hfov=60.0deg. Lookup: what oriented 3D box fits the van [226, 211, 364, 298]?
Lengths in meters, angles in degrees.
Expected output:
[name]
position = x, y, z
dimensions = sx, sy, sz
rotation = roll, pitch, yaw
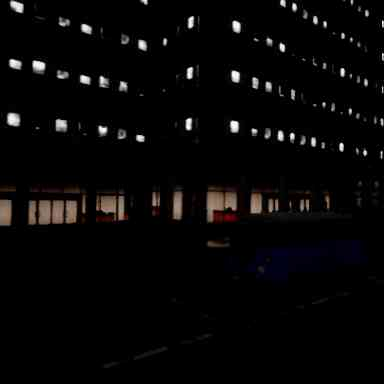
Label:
[van]
position = 2.723, 1.411, 8.479
dimensions = 3.998, 1.788, 1.690
rotation = 1, 1, -35
